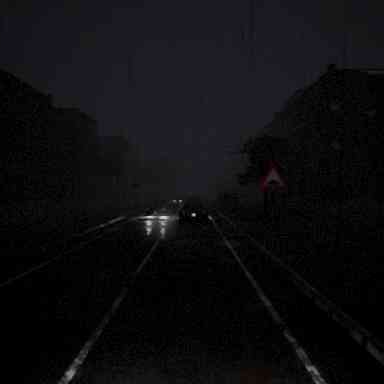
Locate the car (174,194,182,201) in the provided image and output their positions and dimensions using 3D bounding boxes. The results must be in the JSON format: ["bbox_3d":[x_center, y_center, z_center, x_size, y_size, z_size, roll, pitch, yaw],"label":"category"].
[{"bbox_3d":[-2.973,1.095,71.319,2.033,1.411,5.357,0,0,0],"label":"car"}]

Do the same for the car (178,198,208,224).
[{"bbox_3d":[0.111,1.411,23.500,1.994,1.385,4.181,0,1,0],"label":"car"}]

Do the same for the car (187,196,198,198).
[{"bbox_3d":[0.115,1.220,42.223,1.837,1.490,4.892,0,0,0],"label":"car"}]

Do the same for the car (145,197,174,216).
[{"bbox_3d":[-3.087,1.353,30.789,2.033,1.411,5.357,0,0,0],"label":"car"}]
